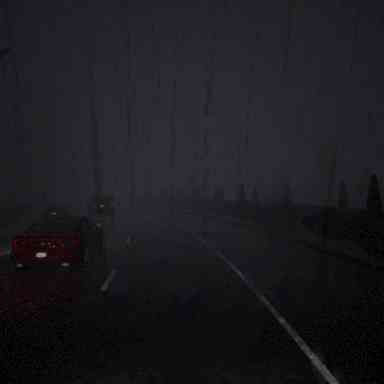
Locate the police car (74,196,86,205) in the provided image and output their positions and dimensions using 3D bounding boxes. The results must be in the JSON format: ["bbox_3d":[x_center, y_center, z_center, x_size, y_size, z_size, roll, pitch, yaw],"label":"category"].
[{"bbox_3d":[-22.007,1.677,66.084,1.930,1.638,5.238,0,0,-38],"label":"police car"}]

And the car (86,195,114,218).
[{"bbox_3d":[-8.444,1.329,30.823,2.150,2.045,5.566,0,0,-17],"label":"car"}]

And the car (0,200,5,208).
[{"bbox_3d":[-28.561,1.868,48.798,1.895,1.301,4.718,0,0,-32],"label":"car"}]

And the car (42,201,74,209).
[{"bbox_3d":[-11.076,1.671,27.266,1.994,1.385,4.181,0,0,-16],"label":"car"}]

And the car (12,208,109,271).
[{"bbox_3d":[-4.233,1.513,11.217,1.882,1.535,5.008,0,0,-6],"label":"car"}]

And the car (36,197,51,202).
[{"bbox_3d":[-35.032,1.756,78.315,4.181,1.385,1.994,-1,0,41],"label":"car"}]
